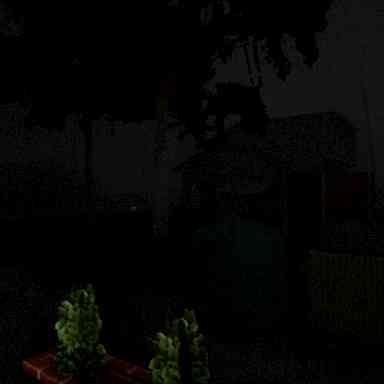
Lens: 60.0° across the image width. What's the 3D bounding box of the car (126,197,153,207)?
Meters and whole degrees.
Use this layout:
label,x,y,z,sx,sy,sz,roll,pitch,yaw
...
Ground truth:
label,x,y,z,sx,sy,sz,roll,pitch,yaw
car,-8.023,1.522,51.657,1.837,1.490,4.892,0,-1,36
